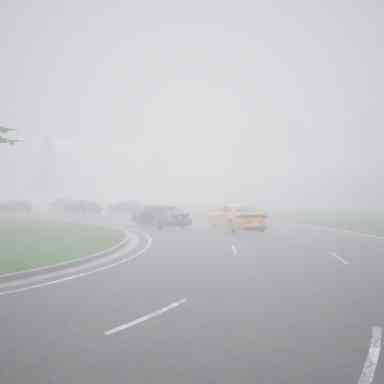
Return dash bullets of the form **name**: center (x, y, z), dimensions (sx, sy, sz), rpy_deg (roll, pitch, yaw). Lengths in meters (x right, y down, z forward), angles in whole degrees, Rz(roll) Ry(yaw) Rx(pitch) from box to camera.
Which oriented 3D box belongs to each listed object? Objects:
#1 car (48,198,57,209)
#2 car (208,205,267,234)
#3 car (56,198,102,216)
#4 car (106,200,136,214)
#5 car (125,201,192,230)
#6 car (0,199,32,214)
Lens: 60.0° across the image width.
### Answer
- **car**: center (-16.876, 1.504, 42.954), dimensions (4.892, 1.490, 1.837), rpy_deg (0, 0, 43)
- **car**: center (2.512, 1.476, 19.352), dimensions (1.882, 1.535, 5.008), rpy_deg (1, 0, -17)
- **car**: center (-11.126, 1.477, 33.347), dimensions (5.008, 1.535, 1.882), rpy_deg (0, 0, 38)
- **car**: center (-6.395, 1.546, 34.056), dimensions (5.357, 1.411, 2.033), rpy_deg (0, 0, 37)
- **car**: center (-2.085, 1.546, 21.240), dimensions (2.033, 1.411, 5.357), rpy_deg (0, 0, -33)
- **car**: center (-18.757, 1.491, 35.201), dimensions (4.902, 1.511, 2.128), rpy_deg (0, 0, 41)
